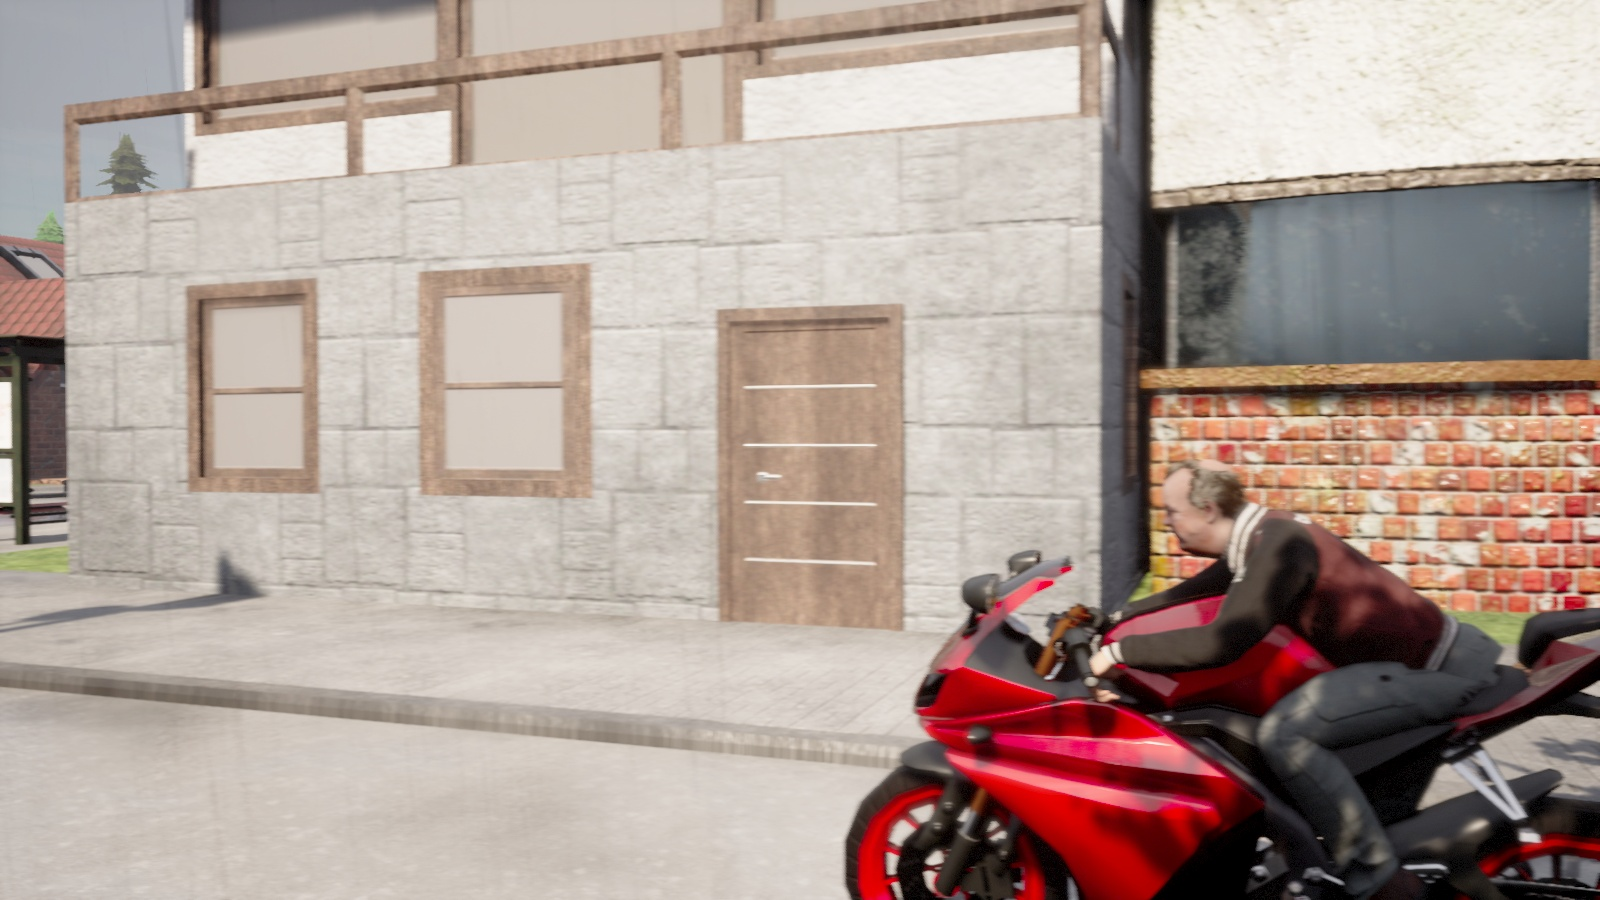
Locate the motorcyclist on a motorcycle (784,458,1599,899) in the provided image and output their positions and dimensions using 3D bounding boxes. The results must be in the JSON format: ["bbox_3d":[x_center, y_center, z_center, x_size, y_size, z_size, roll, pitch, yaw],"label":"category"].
[{"bbox_3d":[1.137,0.810,3.372,2.191,1.530,0.866,1,1,20],"label":"motorcyclist on a motorcycle"}]
